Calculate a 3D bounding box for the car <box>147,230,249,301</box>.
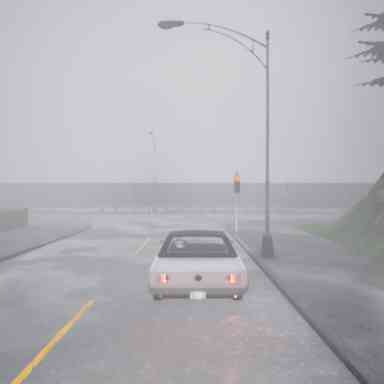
[{"bbox_3d":[0.118,1.586,8.255,1.895,1.301,4.718,0,0,0],"label":"car"}]
